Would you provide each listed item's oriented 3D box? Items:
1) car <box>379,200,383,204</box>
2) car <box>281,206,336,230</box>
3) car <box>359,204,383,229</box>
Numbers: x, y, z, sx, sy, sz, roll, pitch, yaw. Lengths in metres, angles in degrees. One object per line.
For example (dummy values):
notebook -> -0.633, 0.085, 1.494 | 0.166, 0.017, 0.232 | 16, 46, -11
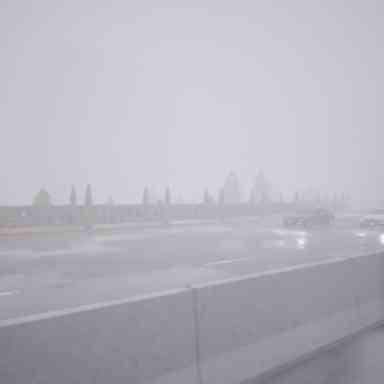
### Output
car -> 33.465, 2.201, 57.337 | 2.128, 1.511, 4.902 | 0, 0, 23
car -> 8.194, 1.734, 23.161 | 4.892, 1.490, 1.837 | 1, 0, -40
car -> 13.209, 1.799, 22.860 | 4.674, 1.442, 1.812 | 1, 0, -42
